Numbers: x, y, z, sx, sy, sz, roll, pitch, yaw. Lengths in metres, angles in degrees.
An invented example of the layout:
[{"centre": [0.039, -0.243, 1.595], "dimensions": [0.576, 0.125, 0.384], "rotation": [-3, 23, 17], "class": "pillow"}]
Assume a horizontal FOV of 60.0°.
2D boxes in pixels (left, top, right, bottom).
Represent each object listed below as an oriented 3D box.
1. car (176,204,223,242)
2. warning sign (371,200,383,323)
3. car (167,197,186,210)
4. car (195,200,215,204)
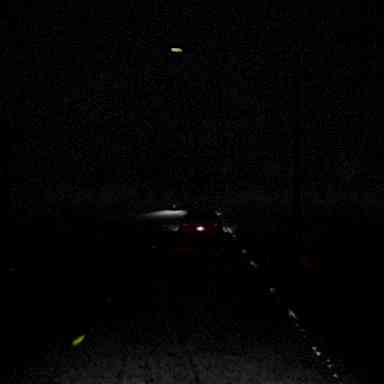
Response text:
[{"centre": [0.428, 1.506, 16.051], "dimensions": [1.994, 1.385, 4.181], "rotation": [0, 0, 2], "class": "car"}, {"centre": [3.625, 1.103, 4.892], "dimensions": [1.300, 1.860, 1.060], "rotation": [2, 3, 1], "class": "warning sign"}, {"centre": [-1.803, 1.386, 40.390], "dimensions": [2.128, 1.511, 4.902], "rotation": [0, 0, 5], "class": "car"}, {"centre": [1.203, 1.476, 31.265], "dimensions": [1.994, 1.385, 4.181], "rotation": [0, 0, 4], "class": "car"}]
